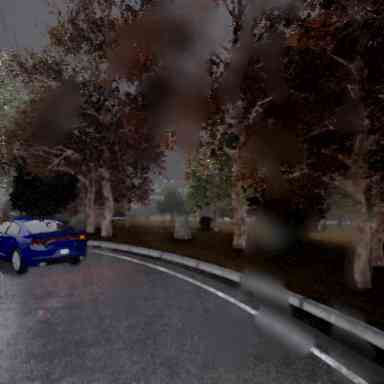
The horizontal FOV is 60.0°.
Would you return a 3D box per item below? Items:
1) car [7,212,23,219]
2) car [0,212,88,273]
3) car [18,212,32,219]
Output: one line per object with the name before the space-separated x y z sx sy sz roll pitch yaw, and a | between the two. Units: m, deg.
car | -35.252 4.686 66.253 1.994 1.385 4.181 -1 -5 -16
car | -5.435 1.568 11.184 5.008 1.535 1.882 -1 0 43
car | -37.989 5.389 75.919 1.837 1.490 4.892 -1 -5 -15
